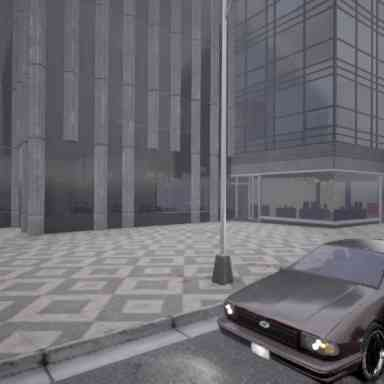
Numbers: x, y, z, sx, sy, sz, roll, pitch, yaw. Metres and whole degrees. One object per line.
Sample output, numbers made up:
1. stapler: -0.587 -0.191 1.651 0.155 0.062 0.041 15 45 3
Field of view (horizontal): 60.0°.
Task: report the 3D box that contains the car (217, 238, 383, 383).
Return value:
1. car: 2.967 1.546 5.632 5.357 1.411 2.033 0 0 -37
